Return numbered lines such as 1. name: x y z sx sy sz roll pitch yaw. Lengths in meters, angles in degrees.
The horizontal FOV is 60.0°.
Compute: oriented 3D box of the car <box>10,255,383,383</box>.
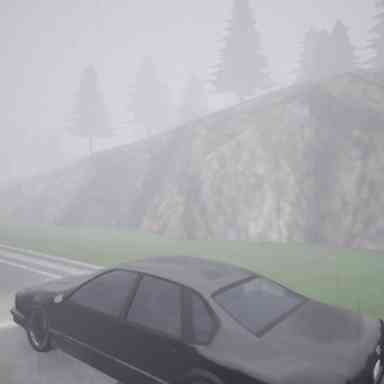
1. car: -0.374 1.605 4.451 5.357 1.411 2.033 -1 -1 38
